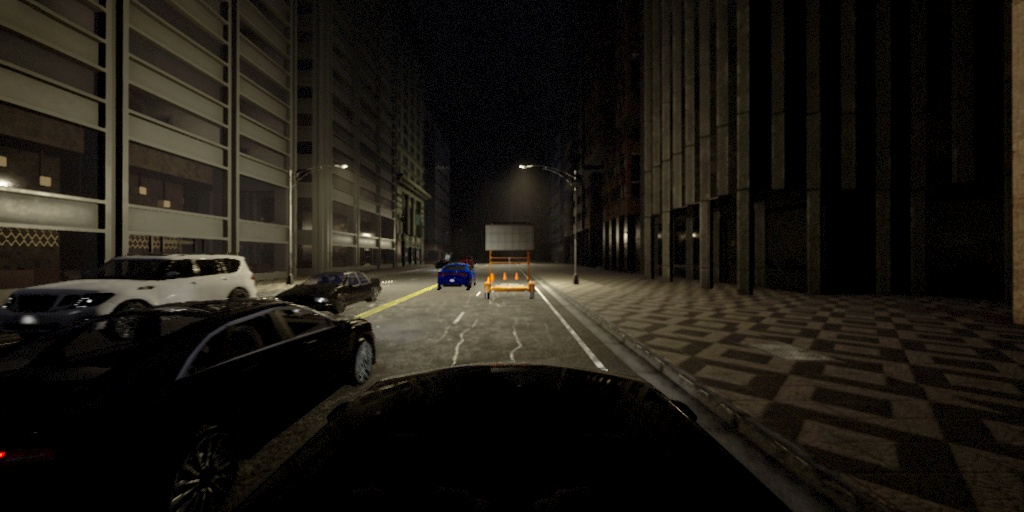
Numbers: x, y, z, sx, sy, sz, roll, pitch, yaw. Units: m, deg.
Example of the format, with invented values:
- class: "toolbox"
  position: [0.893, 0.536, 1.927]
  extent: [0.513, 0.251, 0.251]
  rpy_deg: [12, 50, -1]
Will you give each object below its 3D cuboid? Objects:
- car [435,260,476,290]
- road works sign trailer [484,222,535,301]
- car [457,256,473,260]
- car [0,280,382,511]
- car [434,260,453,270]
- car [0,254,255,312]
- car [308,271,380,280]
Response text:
- class: "car"
  position: [-3.314, 1.200, 22.153]
  extent: [1.882, 1.535, 5.008]
  rpy_deg: [0, 0, -1]
- class: "road works sign trailer"
  position: [-0.114, 0.189, 17.110]
  extent: [2.380, 3.560, 2.880]
  rpy_deg: [0, 0, 0]
- class: "car"
  position: [-6.979, 0.965, 54.229]
  extent: [2.150, 2.045, 5.566]
  rpy_deg: [0, 0, 0]
- class: "car"
  position: [-3.164, 1.236, 4.034]
  extent: [2.128, 1.511, 4.902]
  rpy_deg: [0, 0, 0]
- class: "car"
  position: [-10.216, 1.308, 53.693]
  extent: [1.994, 1.385, 4.181]
  rpy_deg: [0, 0, 0]
- class: "car"
  position: [-9.909, 0.957, 10.093]
  extent: [2.150, 2.045, 5.566]
  rpy_deg: [0, 0, 0]
- class: "car"
  position: [-6.691, 1.278, 13.765]
  extent: [2.033, 1.411, 5.357]
  rpy_deg: [0, 0, 0]
